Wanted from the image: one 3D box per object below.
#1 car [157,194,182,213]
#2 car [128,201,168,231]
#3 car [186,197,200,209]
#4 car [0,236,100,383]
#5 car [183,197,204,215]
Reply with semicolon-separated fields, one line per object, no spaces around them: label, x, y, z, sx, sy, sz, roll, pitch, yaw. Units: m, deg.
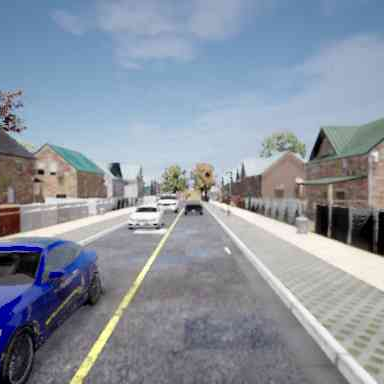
car;-2.616;1.277;37.218;2.150;2.045;5.566;0;-1;0
car;-2.760;1.522;20.911;1.812;1.442;4.674;0;0;0
car;0.209;1.574;47.073;1.882;1.535;5.008;0;0;1
car;-2.828;1.515;5.336;1.812;1.442;4.674;0;0;0
car;0.185;1.545;34.351;1.837;1.490;4.892;0;0;1
